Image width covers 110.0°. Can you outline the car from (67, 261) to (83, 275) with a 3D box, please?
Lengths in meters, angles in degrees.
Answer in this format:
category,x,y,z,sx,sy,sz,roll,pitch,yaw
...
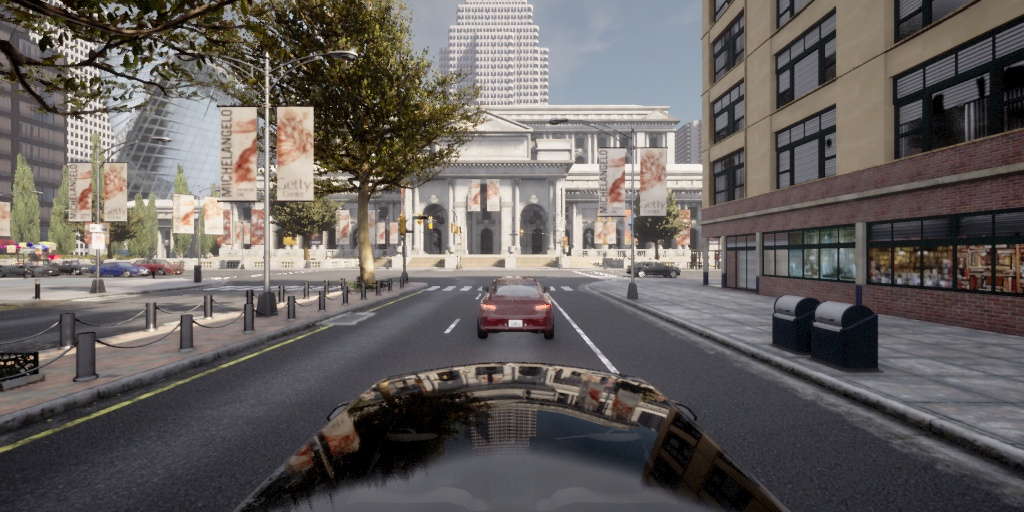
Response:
category,x,y,z,sx,sy,sz,roll,pitch,yaw
car,-46.250,1.252,37.737,4.902,1.511,2.128,0,0,0

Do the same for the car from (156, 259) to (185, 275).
category,x,y,z,sx,sy,sz,roll,pitch,yaw
car,-37.296,1.112,37.696,4.553,1.767,2.097,0,0,0

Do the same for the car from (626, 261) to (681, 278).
category,x,y,z,sx,sy,sz,roll,pitch,yaw
car,13.265,1.264,33.641,4.892,1.490,1.837,0,0,1

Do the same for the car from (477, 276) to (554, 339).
category,x,y,z,sx,sy,sz,roll,pitch,yaw
car,0.114,1.278,9.991,1.812,1.442,4.674,0,0,1

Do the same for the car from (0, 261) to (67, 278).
category,x,y,z,sx,sy,sz,roll,pitch,yaw
car,-46.090,1.323,34.229,4.181,1.385,1.994,0,0,-1

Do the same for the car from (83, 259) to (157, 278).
category,x,y,z,sx,sy,sz,roll,pitch,yaw
car,-37.330,1.285,34.201,4.674,1.442,1.812,0,0,0
